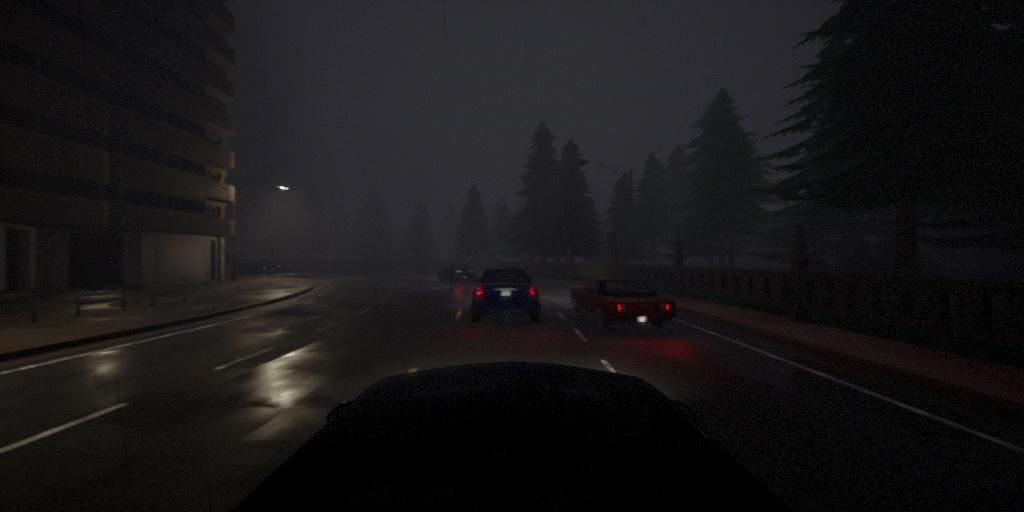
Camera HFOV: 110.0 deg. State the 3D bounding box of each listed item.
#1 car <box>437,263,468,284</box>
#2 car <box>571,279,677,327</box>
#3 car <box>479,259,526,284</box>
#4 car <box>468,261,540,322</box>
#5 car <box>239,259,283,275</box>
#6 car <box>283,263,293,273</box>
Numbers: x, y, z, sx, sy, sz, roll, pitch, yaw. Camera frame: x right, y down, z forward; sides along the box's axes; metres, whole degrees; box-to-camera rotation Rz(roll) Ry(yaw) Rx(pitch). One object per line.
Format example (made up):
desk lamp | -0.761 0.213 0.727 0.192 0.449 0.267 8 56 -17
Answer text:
car | -4.419 1.314 27.809 2.128 1.511 4.902 0 0 -25
car | 3.275 1.378 11.631 1.895 1.301 4.718 0 0 -4
car | -0.877 1.175 28.419 2.097 1.767 4.553 0 0 -24
car | -0.312 1.132 12.704 2.097 1.767 4.553 0 0 -4
car | -28.985 1.384 40.984 4.674 1.442 1.812 0 0 19
car | -29.910 1.220 44.941 4.553 1.767 2.097 0 0 16
